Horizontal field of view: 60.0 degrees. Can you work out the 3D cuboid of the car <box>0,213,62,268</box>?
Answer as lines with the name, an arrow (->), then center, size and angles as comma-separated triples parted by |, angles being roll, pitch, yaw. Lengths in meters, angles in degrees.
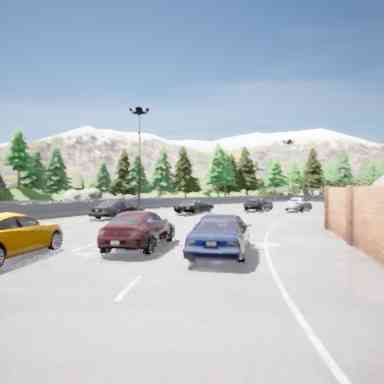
car -> -6.162, 1.410, 10.881 | 1.882, 1.535, 5.008 | 0, 0, 8

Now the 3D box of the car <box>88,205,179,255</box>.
car -> -2.019, 1.450, 12.875 | 1.812, 1.442, 4.674 | 0, 0, 11

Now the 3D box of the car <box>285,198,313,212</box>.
car -> 11.511, 1.328, 35.848 | 1.812, 1.442, 4.674 | 0, 0, 37

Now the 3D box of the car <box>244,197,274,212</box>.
car -> 7.217, 1.291, 35.751 | 2.128, 1.511, 4.902 | 0, 0, 34

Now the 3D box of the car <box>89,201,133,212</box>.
car -> -5.924, 1.392, 26.429 | 2.033, 1.411, 5.357 | 0, 0, 23

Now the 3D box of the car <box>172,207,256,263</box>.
car -> 1.060, 1.480, 11.748 | 2.033, 1.411, 5.357 | 0, 0, 12

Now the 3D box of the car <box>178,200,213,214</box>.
car -> 0.246, 1.421, 31.369 | 1.895, 1.301, 4.718 | 0, 0, 29
